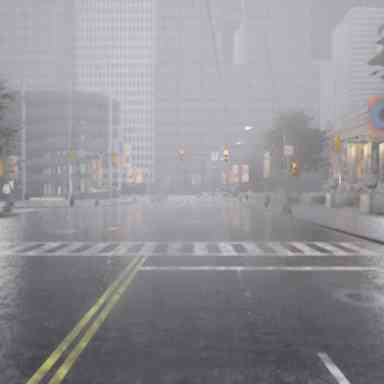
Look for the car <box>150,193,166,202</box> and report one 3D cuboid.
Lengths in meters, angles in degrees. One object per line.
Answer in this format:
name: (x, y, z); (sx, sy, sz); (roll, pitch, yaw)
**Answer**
car: (-6.645, 1.098, 62.169); (2.128, 1.511, 4.902); (0, 0, 1)
